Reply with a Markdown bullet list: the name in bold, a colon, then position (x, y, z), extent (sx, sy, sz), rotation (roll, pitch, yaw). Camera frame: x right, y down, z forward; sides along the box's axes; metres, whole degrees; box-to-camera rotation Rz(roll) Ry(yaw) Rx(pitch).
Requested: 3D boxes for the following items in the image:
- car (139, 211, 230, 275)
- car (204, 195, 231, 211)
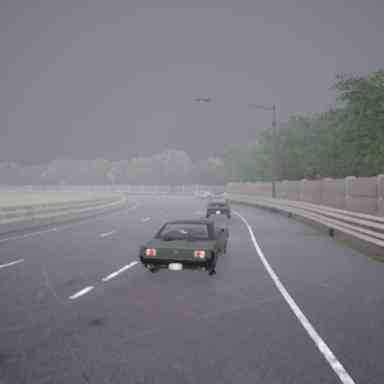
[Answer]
- **car**: position (0.036, 1.488, 10.191), extent (1.895, 1.301, 4.718), rotation (0, 1, 11)
- **car**: position (2.052, 1.222, 26.887), extent (1.837, 1.490, 4.892), rotation (1, 1, 3)
